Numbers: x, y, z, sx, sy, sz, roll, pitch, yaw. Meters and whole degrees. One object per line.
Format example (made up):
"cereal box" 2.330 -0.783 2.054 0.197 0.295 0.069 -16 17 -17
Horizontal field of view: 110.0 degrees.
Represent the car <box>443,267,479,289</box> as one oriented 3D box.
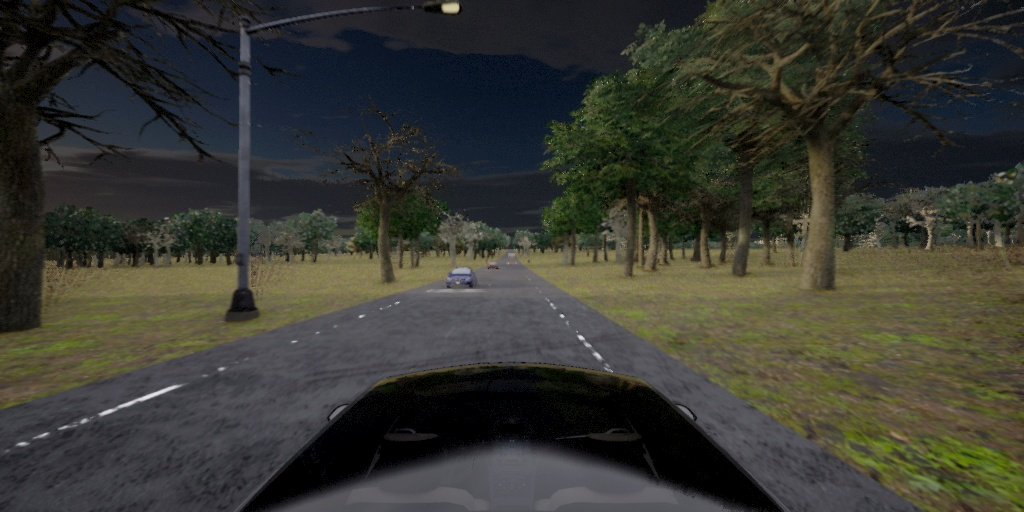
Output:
"car" -3.597 1.530 26.146 1.812 1.442 4.674 0 -1 0
